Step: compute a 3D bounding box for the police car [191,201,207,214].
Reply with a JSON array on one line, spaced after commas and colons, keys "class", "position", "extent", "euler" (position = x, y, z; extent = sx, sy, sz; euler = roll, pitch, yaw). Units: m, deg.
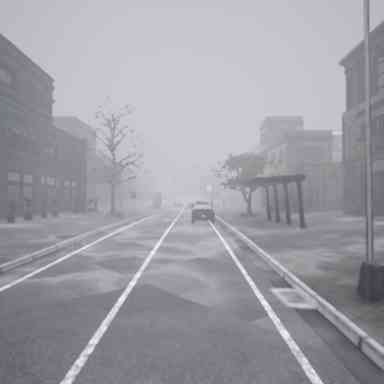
[{"class": "police car", "position": [0.899, 2.016, 44.737], "extent": [1.930, 1.638, 5.238], "euler": [0, -1, 0]}]

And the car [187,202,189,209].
[{"class": "car", "position": [-0.001, 2.481, 64.878], "extent": [1.812, 1.442, 4.674], "euler": [0, -1, 0]}]

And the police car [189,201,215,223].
[{"class": "police car", "position": [0.899, 1.720, 28.739], "extent": [1.930, 1.638, 5.238], "euler": [0, -1, 0]}]

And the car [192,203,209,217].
[{"class": "car", "position": [0.900, 2.004, 38.626], "extent": [1.812, 1.442, 4.674], "euler": [0, -1, 0]}]

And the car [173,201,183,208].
[{"class": "car", "position": [-3.001, 2.578, 70.989], "extent": [1.812, 1.442, 4.674], "euler": [0, -1, 0]}]
